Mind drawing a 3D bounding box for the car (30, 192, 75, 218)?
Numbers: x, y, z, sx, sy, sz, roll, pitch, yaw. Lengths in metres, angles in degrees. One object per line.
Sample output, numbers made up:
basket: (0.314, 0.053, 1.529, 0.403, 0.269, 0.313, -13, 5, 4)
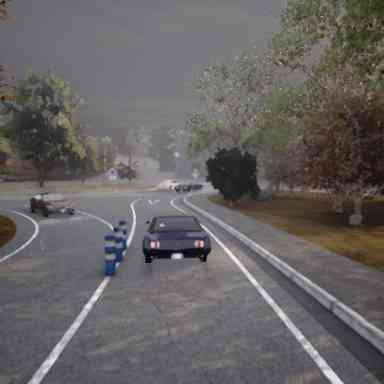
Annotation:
car: (-9.357, 0.755, 22.077, 1.812, 1.442, 4.674, -4, 6, -40)

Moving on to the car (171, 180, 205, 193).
car: (-0.200, -0.618, 40.768, 1.895, 1.301, 4.718, 2, 5, 27)

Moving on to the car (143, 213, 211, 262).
car: (-0.594, 1.363, 11.185, 1.895, 1.301, 4.718, 0, 2, -5)

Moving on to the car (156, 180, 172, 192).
car: (-2.724, -0.873, 43.060, 1.812, 1.442, 4.674, 3, 5, 34)

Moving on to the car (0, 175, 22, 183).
car: (-35.636, -2.610, 64.388, 2.128, 1.511, 4.902, 3, 5, 35)
